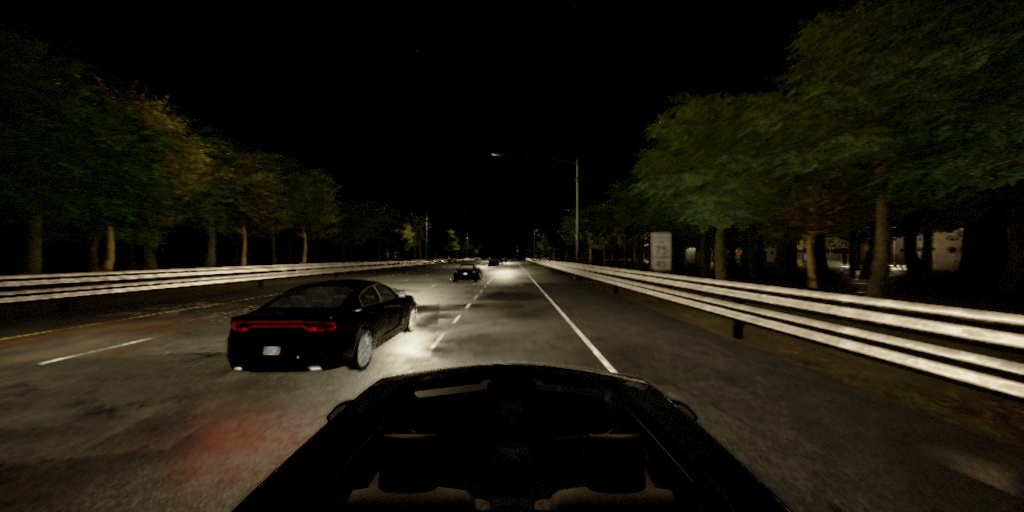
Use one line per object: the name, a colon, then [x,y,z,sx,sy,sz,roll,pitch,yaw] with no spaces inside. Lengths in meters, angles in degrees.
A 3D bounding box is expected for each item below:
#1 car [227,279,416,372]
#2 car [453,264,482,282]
car: [-3.504,1.230,7.704,1.882,1.535,5.008,0,0,0]
car: [-3.508,1.323,28.835,1.994,1.385,4.181,0,0,0]
